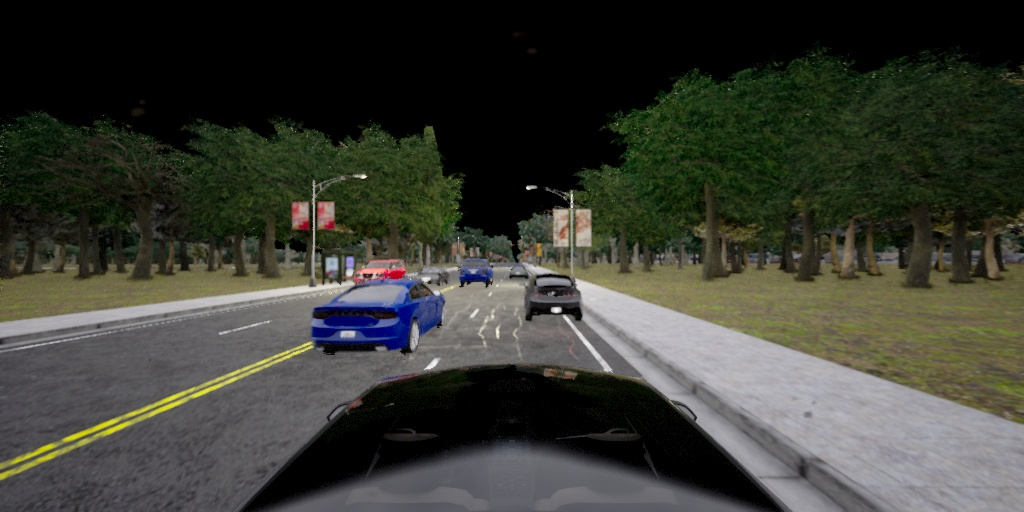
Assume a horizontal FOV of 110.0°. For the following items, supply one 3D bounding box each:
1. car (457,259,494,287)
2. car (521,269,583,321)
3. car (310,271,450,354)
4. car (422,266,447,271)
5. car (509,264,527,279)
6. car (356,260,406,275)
[{"bbox_3d":[-2.674,1.286,27.814,2.150,2.045,5.566,0,-1,1],"label":"car"},{"bbox_3d":[1.361,1.383,13.075,1.837,1.490,4.892,0,-1,1],"label":"car"},{"bbox_3d":[-2.995,1.324,9.110,1.882,1.535,5.008,0,-1,1],"label":"car"},{"bbox_3d":[-6.119,1.569,27.997,2.128,1.511,4.902,0,-1,1],"label":"car"},{"bbox_3d":[0.727,1.748,38.960,1.994,1.385,4.181,0,-1,2],"label":"car"},{"bbox_3d":[-9.404,1.288,26.132,2.150,2.045,5.566,0,-1,1],"label":"car"}]
